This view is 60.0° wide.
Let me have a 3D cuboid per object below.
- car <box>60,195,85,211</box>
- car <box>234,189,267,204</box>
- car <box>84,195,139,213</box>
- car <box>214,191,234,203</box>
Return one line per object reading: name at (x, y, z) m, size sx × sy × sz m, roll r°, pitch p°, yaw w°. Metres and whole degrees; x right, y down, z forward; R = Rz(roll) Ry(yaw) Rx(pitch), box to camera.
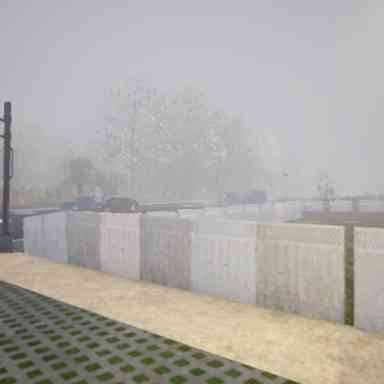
car at (-10.350, 1.025, 32.437) m, size 1.882 × 1.535 × 5.008 m, roll 3°, pitch 3°, yaw 41°
car at (9.197, 0.611, 49.715) m, size 2.150 × 2.045 × 5.566 m, roll 3°, pitch 2°, yaw 41°
car at (-7.183, 1.176, 31.127) m, size 1.837 × 1.490 × 4.892 m, roll 3°, pitch 3°, yaw 41°
car at (5.342, 0.623, 50.281) m, size 2.097 × 1.767 × 4.553 m, roll 3°, pitch 3°, yaw 42°
